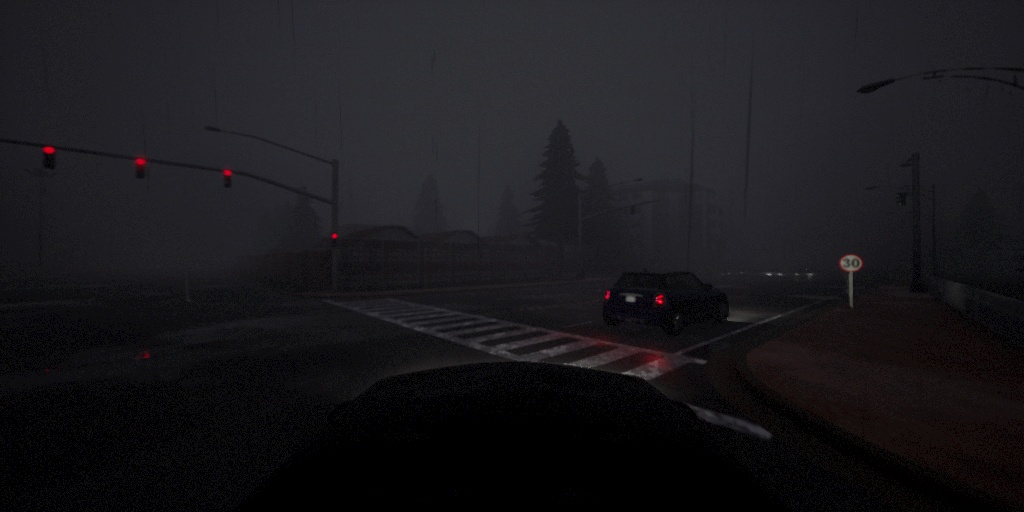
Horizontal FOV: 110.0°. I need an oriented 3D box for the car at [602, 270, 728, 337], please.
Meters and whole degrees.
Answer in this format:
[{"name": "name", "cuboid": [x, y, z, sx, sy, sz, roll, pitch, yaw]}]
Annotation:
[{"name": "car", "cuboid": [4.813, 1.203, 11.021, 4.553, 1.767, 2.097, 1, -1, -40]}]
